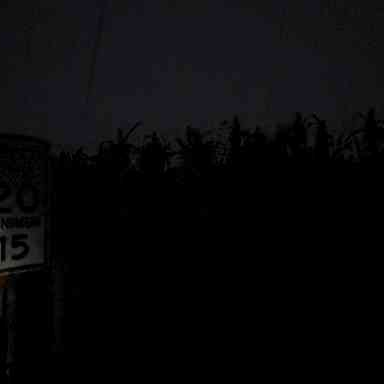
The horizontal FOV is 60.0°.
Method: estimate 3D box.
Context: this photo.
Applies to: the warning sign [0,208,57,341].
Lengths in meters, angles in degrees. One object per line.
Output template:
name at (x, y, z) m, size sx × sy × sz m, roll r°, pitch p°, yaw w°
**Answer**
warning sign at (-3.028, 1.208, 5.265) m, size 1.060 × 1.860 × 1.300 m, roll -1°, pitch -1°, yaw 41°
